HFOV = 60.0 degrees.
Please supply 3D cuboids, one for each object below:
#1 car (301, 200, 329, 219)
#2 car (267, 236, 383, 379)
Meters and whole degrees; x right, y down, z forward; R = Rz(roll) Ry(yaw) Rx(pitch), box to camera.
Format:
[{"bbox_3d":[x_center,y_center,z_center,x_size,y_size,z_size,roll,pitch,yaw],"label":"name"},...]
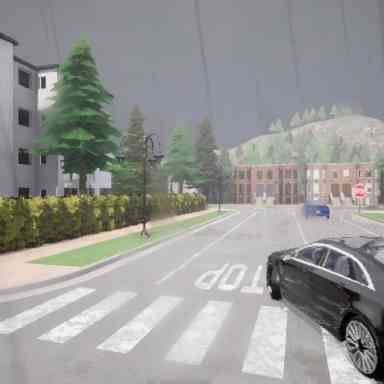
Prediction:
[{"bbox_3d":[10.802,1.480,29.420,1.882,1.535,5.008,1,0,13],"label":"car"},{"bbox_3d":[2.770,1.497,5.570,2.128,1.511,4.902,-2,0,-7],"label":"car"}]
